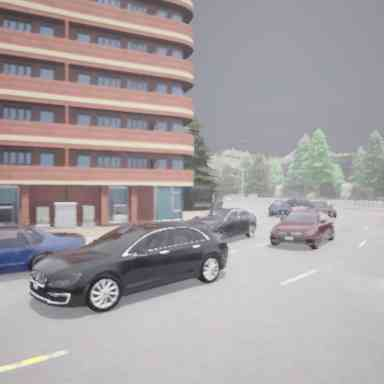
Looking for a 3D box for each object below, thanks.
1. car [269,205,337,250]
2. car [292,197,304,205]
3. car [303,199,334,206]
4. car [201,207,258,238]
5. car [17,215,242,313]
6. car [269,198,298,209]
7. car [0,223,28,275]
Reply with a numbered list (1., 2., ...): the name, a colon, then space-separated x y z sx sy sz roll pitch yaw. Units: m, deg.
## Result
1. car: 5.058 1.529 14.745 1.812 1.442 4.674 0 0 35
2. car: 16.562 1.557 53.295 2.033 1.411 5.357 0 0 -22
3. car: 11.504 1.569 29.598 1.994 1.385 4.181 0 0 11
4. car: 1.391 1.495 15.637 2.128 1.511 4.902 0 0 36
5. car: -1.147 1.508 7.870 4.892 1.490 1.837 0 0 -43
6. car: 8.138 1.570 30.423 1.994 1.385 4.181 0 0 10
7. car: -5.501 1.551 8.789 5.357 1.411 2.033 0 0 -33
